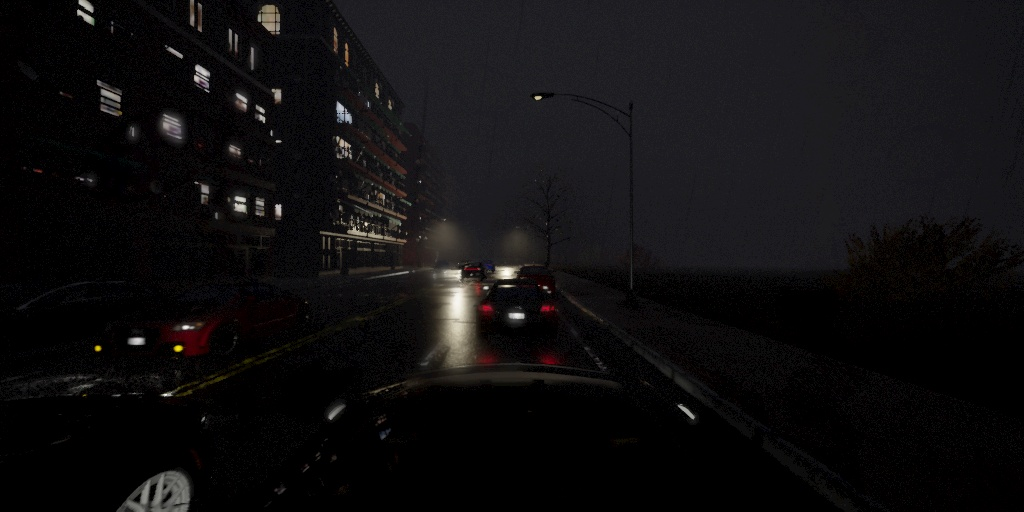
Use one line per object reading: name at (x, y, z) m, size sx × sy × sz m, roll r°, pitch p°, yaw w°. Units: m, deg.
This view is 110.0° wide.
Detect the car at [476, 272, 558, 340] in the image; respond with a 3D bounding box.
car at (0.107, 1.315, 10.040) m, size 1.994 × 1.385 × 4.181 m, roll 0°, pitch 0°, yaw 0°

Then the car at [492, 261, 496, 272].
car at (-3.117, 1.229, 45.164) m, size 1.882 × 1.535 × 5.008 m, roll 0°, pitch 0°, yaw 0°

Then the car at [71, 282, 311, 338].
car at (-6.596, 1.315, 8.297) m, size 1.994 × 1.385 × 4.181 m, roll 0°, pitch 0°, yaw 0°

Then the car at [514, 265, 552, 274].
car at (1.149, 1.230, 18.960) m, size 1.882 × 1.535 × 5.008 m, roll 0°, pitch 0°, yaw 0°

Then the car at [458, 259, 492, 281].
car at (-3.126, 1.241, 30.040) m, size 2.128 × 1.511 × 4.902 m, roll 0°, pitch 0°, yaw 0°

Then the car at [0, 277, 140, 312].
car at (-9.847, 1.242, 7.608) m, size 2.128 × 1.511 × 4.902 m, roll 0°, pitch 0°, yaw 0°

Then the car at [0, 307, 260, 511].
car at (-3.154, 1.227, 0.605) m, size 1.882 × 1.535 × 5.008 m, roll 0°, pitch 0°, yaw 0°

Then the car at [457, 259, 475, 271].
car at (-6.557, 1.255, 51.528) m, size 1.837 × 1.490 × 4.892 m, roll 0°, pitch 0°, yaw 0°

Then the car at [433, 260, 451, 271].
car at (-9.809, 1.276, 50.427) m, size 1.812 × 1.442 × 4.674 m, roll 0°, pitch 0°, yaw 0°
